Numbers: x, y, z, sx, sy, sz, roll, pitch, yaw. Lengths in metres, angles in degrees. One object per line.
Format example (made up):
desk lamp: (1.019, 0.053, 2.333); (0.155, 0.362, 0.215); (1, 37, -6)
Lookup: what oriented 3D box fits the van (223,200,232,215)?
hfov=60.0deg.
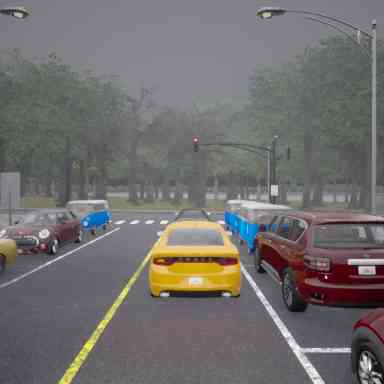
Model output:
van: (2.739, 1.343, 18.499); (1.690, 1.788, 3.998); (0, 0, 0)

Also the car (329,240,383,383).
car: (2.759, 1.440, 2.186); (1.967, 1.590, 4.097); (0, 0, 0)

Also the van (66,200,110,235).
van: (-5.786, 1.343, 18.489); (1.690, 1.788, 3.998); (0, 0, 0)

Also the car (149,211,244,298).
car: (0.076, 1.478, 8.578); (1.882, 1.535, 5.008); (0, 0, 0)

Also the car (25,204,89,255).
car: (-5.779, 1.441, 13.051); (1.967, 1.590, 4.097); (0, 0, 0)

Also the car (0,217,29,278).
car: (-5.772, 1.526, 7.444); (1.752, 1.417, 4.829); (0, 0, 0)

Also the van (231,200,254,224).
van: (2.746, 1.342, 13.061); (1.690, 1.788, 3.998); (0, 0, 0)

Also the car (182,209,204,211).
car: (0.039, 1.566, 17.500); (1.994, 1.385, 4.181); (0, 0, 0)

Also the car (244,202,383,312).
car: (2.753, 1.315, 7.624); (2.192, 1.841, 5.009); (0, 0, 0)
